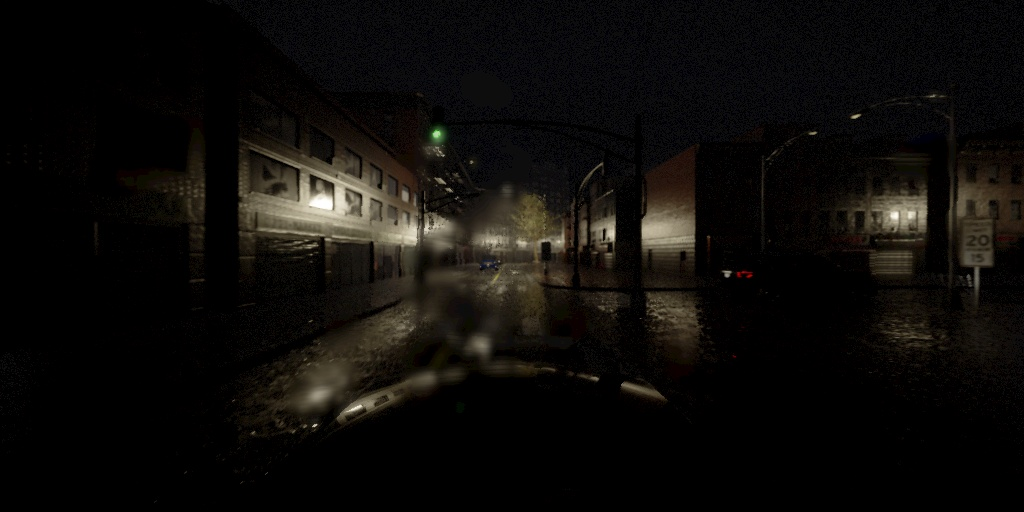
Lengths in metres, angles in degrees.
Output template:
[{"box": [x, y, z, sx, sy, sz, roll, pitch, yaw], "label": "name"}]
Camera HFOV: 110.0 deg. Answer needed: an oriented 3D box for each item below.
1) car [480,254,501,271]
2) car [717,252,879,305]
[{"box": [-2.845, 0.825, 45.707, 2.150, 2.045, 5.566, 0, 0, 0], "label": "car"}, {"box": [11.425, 0.862, 14.618, 5.566, 2.045, 2.150, 0, 0, 0], "label": "car"}]
